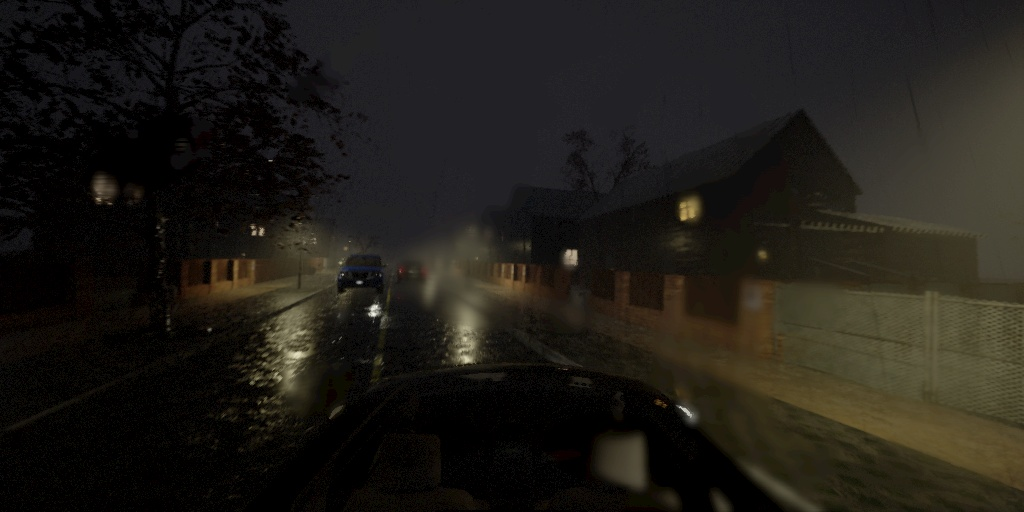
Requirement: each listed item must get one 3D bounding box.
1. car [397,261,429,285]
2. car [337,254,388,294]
[{"bbox_3d":[-7.390,1.153,26.623,2.097,1.767,4.553,2,-1,-18],"label":"car"},{"bbox_3d":[-8.198,0.918,19.952,2.150,2.045,5.566,2,-1,-18],"label":"car"}]
